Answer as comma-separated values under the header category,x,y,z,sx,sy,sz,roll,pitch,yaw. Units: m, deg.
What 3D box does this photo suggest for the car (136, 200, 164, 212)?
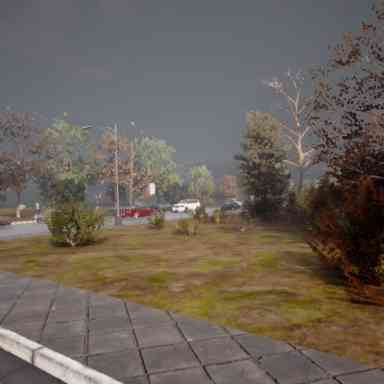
category,x,y,z,sx,sy,sz,roll,pitch,yaw
car,-6.472,2.124,43.185,2.150,2.045,5.566,-3,-2,32

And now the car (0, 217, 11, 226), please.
category,x,y,z,sx,sy,sz,roll,pitch,yaw
car,-17.322,2.387,26.300,2.033,1.411,5.357,-3,-2,34

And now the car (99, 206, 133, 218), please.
category,x,y,z,sx,sy,sz,roll,pitch,yaw
car,-10.043,2.615,44.051,1.994,1.385,4.181,-3,-2,32

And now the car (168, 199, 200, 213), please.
category,x,y,z,sx,sy,sz,roll,pitch,yaw
car,-0.798,2.193,52.141,2.150,2.045,5.566,-3,-2,33

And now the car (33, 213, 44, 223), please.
category,x,y,z,sx,sy,sz,roll,pitch,yaw
car,-14.851,2.505,36.451,2.128,1.511,4.902,-3,-2,32

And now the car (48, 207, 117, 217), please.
category,x,y,z,sx,sy,sz,roll,pitch,yaw
car,-8.631,1.879,26.446,2.097,1.767,4.553,-3,-2,33

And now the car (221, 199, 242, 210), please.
category,x,y,z,sx,sy,sz,roll,pitch,yaw
car,5.962,2.168,49.452,1.837,1.490,4.892,-3,-2,32

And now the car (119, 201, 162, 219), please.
category,x,y,z,sx,sy,sz,roll,pitch,yaw
car,-5.931,2.190,37.108,1.882,1.535,5.008,-3,-2,32

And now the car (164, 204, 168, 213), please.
category,x,y,z,sx,sy,sz,roll,pitch,yaw
car,-4.583,2.607,52.687,2.128,1.511,4.902,-3,-2,32
